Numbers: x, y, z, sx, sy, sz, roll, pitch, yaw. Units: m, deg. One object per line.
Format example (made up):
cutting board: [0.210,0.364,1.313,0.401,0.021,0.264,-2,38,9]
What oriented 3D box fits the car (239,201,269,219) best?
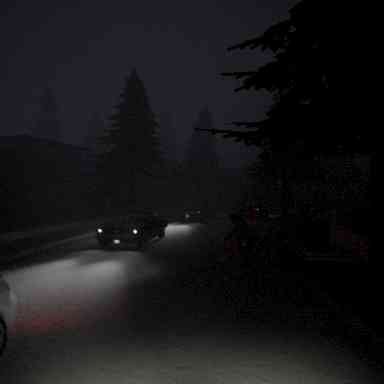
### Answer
car: [5.366,1.509,28.597,1.812,1.442,4.674,0,0,24]

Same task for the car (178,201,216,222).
car: [0.502,1.477,26.232,2.128,1.511,4.902,0,0,20]

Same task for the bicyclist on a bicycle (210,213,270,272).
bicyclist on a bicycle: [1.332,1.422,9.218,1.656,1.620,0.582,0,0,5]

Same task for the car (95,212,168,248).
car: [-2.525,1.592,14.963,1.895,1.301,4.718,0,0,10]

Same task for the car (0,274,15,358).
car: [-3.445,1.524,2.938,1.812,1.442,4.674,0,0,1]

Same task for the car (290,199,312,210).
car: [13.315,1.522,41.512,2.033,1.411,5.357,0,0,39]
